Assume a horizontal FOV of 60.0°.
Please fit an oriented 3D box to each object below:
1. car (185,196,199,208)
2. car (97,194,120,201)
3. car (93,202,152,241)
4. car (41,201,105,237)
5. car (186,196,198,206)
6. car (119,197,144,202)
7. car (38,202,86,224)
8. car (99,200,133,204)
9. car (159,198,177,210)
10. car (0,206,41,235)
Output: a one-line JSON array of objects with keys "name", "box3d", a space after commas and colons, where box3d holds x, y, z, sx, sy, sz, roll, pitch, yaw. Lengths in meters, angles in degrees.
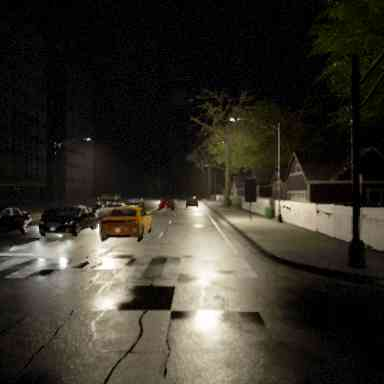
[{"name": "car", "box3d": [0.011, 1.556, 47.536, 2.033, 1.411, 5.357, 0, 0, 0]}, {"name": "car", "box3d": [-9.818, 1.222, 39.554, 2.150, 2.045, 5.566, 0, 0, 0]}, {"name": "car", "box3d": [-3.146, 1.473, 16.587, 1.882, 1.535, 5.008, 0, 0, 0]}, {"name": "car", "box3d": [-6.590, 1.486, 18.182, 2.128, 1.511, 4.902, 0, 0, 0]}, {"name": "car", "box3d": [0.013, 1.512, 57.955, 2.128, 1.511, 4.902, 0, 0, 0]}, {"name": "car", "box3d": [-6.574, 1.492, 38.504, 2.128, 1.511, 4.902, 0, 0, 0]}, {"name": "car", "box3d": [-9.837, 1.559, 25.509, 1.994, 1.385, 4.181, 0, 0, 0]}, {"name": "car", "box3d": [-6.585, 1.597, 28.166, 1.895, 1.301, 4.718, 0, 0, 0]}, {"name": "car", "box3d": [-3.141, 1.530, 42.388, 1.812, 1.442, 4.674, 0, 0, 0]}, {"name": "car", "box3d": [-9.842, 1.485, 16.615, 2.128, 1.511, 4.902, 0, 0, 0]}]
